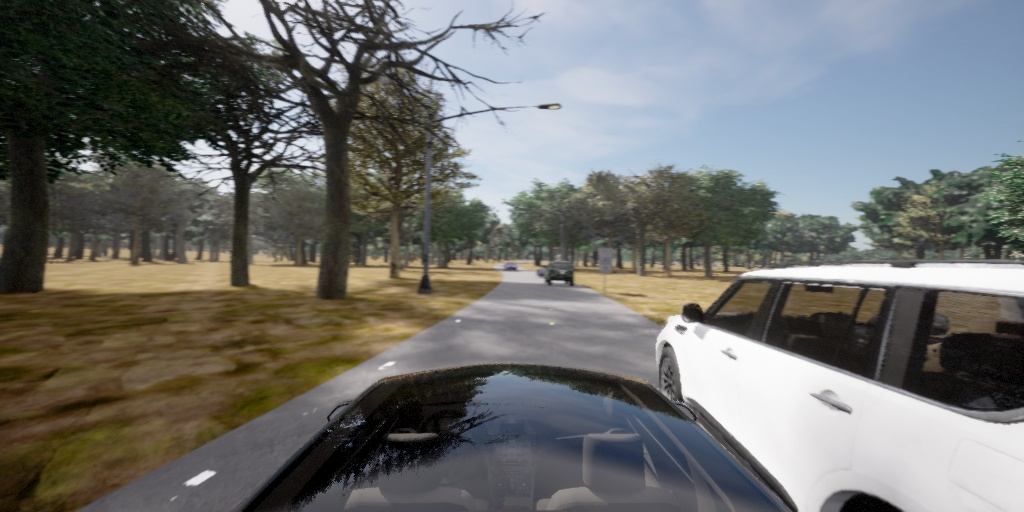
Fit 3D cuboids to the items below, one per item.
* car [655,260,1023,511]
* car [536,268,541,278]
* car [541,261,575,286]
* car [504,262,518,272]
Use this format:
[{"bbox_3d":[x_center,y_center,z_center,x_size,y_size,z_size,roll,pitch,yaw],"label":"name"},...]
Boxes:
[{"bbox_3d":[2.870,1.072,2.835,2.150,2.045,5.566,2,-1,8],"label":"car"},{"bbox_3d":[4.019,1.934,43.353,1.994,1.385,4.181,1,0,-1],"label":"car"},{"bbox_3d":[4.049,1.467,31.261,2.150,2.045,5.566,2,-1,0],"label":"car"},{"bbox_3d":[-0.226,1.772,62.497,2.097,1.767,4.553,1,0,-5],"label":"car"}]
